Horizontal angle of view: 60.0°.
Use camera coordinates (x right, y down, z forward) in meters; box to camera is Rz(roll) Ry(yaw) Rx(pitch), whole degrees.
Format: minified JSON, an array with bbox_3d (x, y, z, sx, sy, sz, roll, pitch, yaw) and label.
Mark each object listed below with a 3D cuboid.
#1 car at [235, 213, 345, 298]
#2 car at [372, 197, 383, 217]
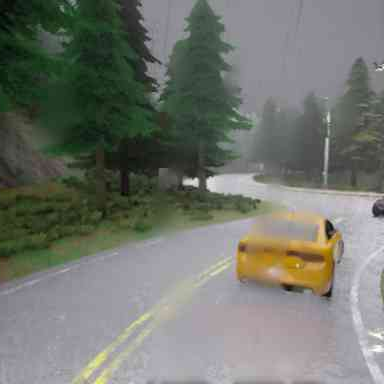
[{"bbox_3d":[2.648,1.257,8.343,1.882,1.535,5.008,3,3,27],"label":"car"},{"bbox_3d":[12.236,0.701,19.216,4.181,1.385,1.994,-4,7,-37],"label":"car"}]
